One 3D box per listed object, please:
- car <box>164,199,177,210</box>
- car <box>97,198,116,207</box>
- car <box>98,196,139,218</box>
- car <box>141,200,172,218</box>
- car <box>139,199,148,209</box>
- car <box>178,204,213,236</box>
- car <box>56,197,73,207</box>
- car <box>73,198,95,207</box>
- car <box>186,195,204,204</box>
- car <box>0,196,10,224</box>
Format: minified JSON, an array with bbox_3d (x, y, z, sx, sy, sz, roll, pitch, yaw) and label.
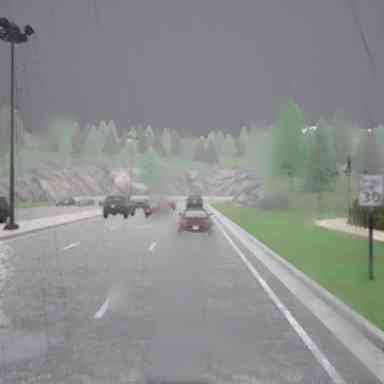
[{"bbox_3d":[-3.197,1.691,45.848,1.882,1.535,5.008,0,0,1],"label":"car"},{"bbox_3d":[-14.681,1.751,57.308,1.882,1.535,5.008,0,0,0],"label":"car"},{"bbox_3d":[-6.820,1.362,31.500,2.150,2.045,5.566,0,0,0],"label":"car"},{"bbox_3d":[-3.295,1.748,31.848,1.895,1.301,4.718,0,0,1],"label":"car"},{"bbox_3d":[-6.702,1.712,45.447,1.837,1.490,4.892,0,0,1],"label":"car"},{"bbox_3d":[0.199,1.616,18.859,1.812,1.442,4.674,0,0,0],"label":"car"},{"bbox_3d":[-21.680,1.625,57.378,2.097,1.767,4.553,0,0,0],"label":"car"},{"bbox_3d":[-18.181,1.757,57.328,2.128,1.511,4.902,0,0,0],"label":"car"},{"bbox_3d":[0.341,1.427,43.910,2.150,2.045,5.566,0,-1,1],"label":"car"},{"bbox_3d":[-14.960,1.313,23.241,2.150,2.045,5.566,0,0,0],"label":"car"}]
